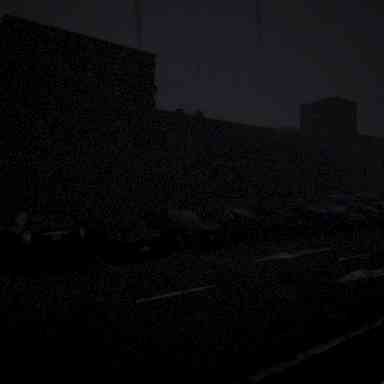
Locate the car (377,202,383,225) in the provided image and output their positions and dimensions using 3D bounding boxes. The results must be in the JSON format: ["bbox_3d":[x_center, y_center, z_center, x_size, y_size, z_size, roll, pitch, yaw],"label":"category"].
[{"bbox_3d":[10.711,1.538,22.687,2.002,1.452,4.674,0,0,-35],"label":"car"}]

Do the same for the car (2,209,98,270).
[{"bbox_3d":[-5.196,1.353,11.502,2.185,1.767,4.553,0,0,-35],"label":"car"}]

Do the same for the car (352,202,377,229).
[{"bbox_3d":[8.533,1.494,21.170,2.231,1.521,4.892,0,0,-35],"label":"car"}]

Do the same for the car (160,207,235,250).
[{"bbox_3d":[-0.671,1.479,14.715,2.097,1.535,5.008,0,0,-35],"label":"car"}]

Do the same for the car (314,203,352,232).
[{"bbox_3d":[6.264,1.488,19.565,2.097,1.535,5.008,0,0,-35],"label":"car"}]

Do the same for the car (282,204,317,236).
[{"bbox_3d":[3.866,1.513,17.926,2.163,1.488,4.792,0,0,-35],"label":"car"}]

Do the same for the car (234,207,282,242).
[{"bbox_3d":[1.612,1.483,16.302,2.231,1.521,4.892,0,0,-35],"label":"car"}]

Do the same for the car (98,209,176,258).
[{"bbox_3d":[-2.926,1.508,13.092,2.163,1.488,4.792,0,0,-35],"label":"car"}]
